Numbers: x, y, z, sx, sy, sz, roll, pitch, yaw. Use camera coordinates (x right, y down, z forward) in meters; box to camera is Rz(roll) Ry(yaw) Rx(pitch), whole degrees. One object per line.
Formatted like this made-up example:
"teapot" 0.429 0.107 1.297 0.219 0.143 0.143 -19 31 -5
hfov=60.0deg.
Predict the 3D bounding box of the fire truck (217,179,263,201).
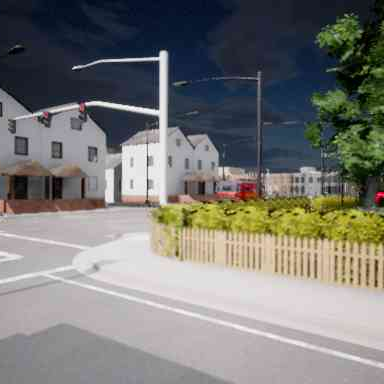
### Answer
"fire truck" 6.731 0.225 45.579 2.891 3.827 8.468 0 0 35
